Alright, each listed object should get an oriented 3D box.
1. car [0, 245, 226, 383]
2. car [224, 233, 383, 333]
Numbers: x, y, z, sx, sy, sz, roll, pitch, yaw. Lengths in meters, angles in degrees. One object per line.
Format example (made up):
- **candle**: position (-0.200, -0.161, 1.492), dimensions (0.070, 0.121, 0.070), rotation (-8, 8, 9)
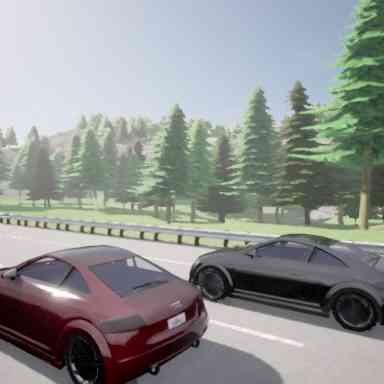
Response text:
- **car**: position (-1.821, 1.565, 5.292), dimensions (4.181, 1.385, 1.994), rotation (0, 0, 36)
- **car**: position (1.987, 1.564, 6.875), dimensions (4.181, 1.385, 1.994), rotation (0, 0, 35)
